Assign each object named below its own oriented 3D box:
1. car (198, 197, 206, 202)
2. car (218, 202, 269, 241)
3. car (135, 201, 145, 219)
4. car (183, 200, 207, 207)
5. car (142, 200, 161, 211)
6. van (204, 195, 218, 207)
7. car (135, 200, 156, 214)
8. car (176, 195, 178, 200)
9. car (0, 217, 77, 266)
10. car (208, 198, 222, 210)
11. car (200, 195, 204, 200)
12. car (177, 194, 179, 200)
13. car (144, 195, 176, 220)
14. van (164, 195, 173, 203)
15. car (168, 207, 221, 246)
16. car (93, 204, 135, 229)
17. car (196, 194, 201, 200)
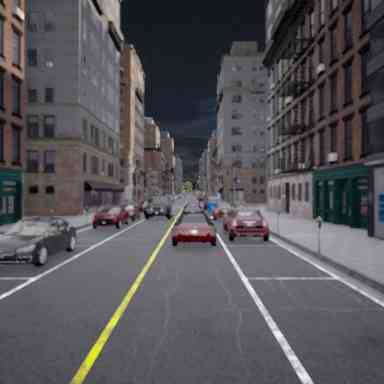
[{"bbox_3d":[2.680,1.931,87.433,2.008,1.369,4.403,0,0,0],"label":"car"},{"bbox_3d":[2.633,1.518,17.102,1.967,1.590,4.097,0,0,0],"label":"car"},{"bbox_3d":[-5.395,1.710,28.121,1.802,1.307,4.206,0,0,0],"label":"car"},{"bbox_3d":[0.090,1.704,31.074,1.994,1.385,4.181,0,0,0],"label":"car"},{"bbox_3d":[-5.398,1.766,44.654,1.947,1.339,4.313,0,0,0],"label":"car"},{"bbox_3d":[2.628,1.517,39.146,1.690,1.788,3.998,0,0,0],"label":"van"},{"bbox_3d":[-5.397,1.721,39.144,1.887,1.381,4.507,0,0,0],"label":"car"},{"bbox_3d":[-5.424,1.947,87.430,1.947,1.339,4.313,0,0,0],"label":"car"},{"bbox_3d":[-5.391,1.604,11.588,2.008,1.369,4.403,0,0,0],"label":"car"},{"bbox_3d":[2.630,1.568,28.124,1.967,1.590,4.097,0,0,0],"label":"car"},{"bbox_3d":[2.627,1.515,44.657,2.192,1.841,5.009,0,0,0],"label":"car"},{"bbox_3d":[-5.424,1.948,92.836,1.887,1.381,4.507,0,0,0],"label":"car"},{"bbox_3d":[-2.854,1.356,29.686,2.150,2.045,5.566,0,0,0],"label":"car"},{"bbox_3d":[-5.425,1.677,76.619,1.690,1.788,3.998,0,0,0],"label":"van"},{"bbox_3d":[0.092,1.636,15.816,1.994,1.385,4.181,0,0,0],"label":"car"},{"bbox_3d":[-5.393,1.648,22.610,1.887,1.381,4.507,0,0,0],"label":"car"},{"bbox_3d":[2.686,1.673,82.028,2.192,1.841,5.009,0,0,0],"label":"car"}]
